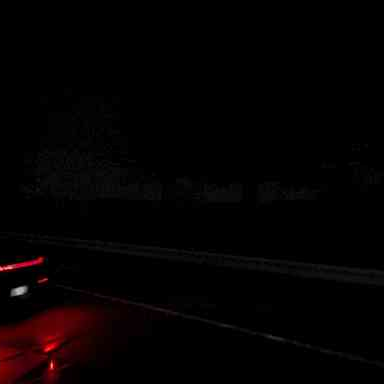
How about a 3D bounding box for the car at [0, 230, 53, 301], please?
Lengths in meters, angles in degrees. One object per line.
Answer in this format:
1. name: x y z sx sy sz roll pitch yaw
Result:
1. car: -5.048 1.518 7.020 4.902 1.511 2.128 -1 0 31
